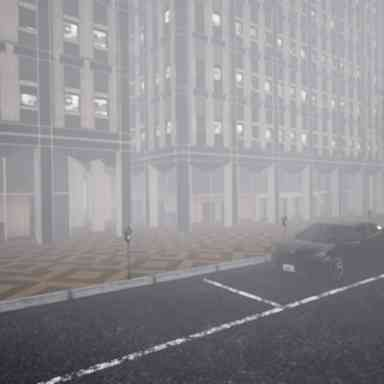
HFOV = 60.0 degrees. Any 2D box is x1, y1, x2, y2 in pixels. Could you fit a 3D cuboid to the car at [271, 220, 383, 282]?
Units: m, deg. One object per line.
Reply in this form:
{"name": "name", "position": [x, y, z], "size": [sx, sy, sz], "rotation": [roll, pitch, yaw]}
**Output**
{"name": "car", "position": [4.180, 1.508, 9.578], "size": [4.313, 1.339, 1.947], "rotation": [0, 0, -36]}
